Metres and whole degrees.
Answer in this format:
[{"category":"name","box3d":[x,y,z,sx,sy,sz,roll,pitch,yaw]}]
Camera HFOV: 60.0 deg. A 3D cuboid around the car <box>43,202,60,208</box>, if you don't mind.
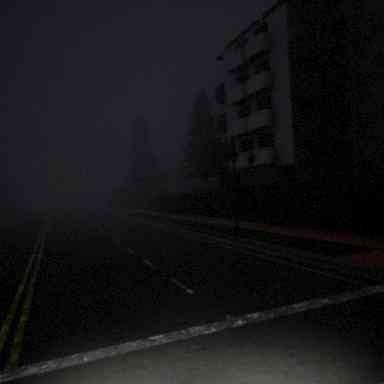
[{"category":"car","box3d":[-36.249,3.305,85.771,4.181,1.385,1.994,-3,0,-24]}]
